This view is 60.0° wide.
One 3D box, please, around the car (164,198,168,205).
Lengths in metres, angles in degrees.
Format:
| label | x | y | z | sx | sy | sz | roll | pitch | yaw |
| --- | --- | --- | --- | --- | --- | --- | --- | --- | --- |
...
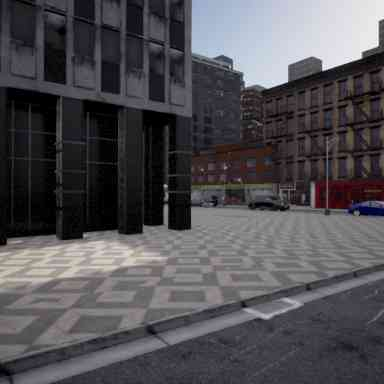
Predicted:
| label | x | y | z | sx | sy | sz | roll | pitch | yaw |
| --- | --- | --- | --- | --- | --- | --- | --- | --- | --- |
| car | -4.045 | 1.842 | 65.059 | 1.837 | 1.490 | 4.892 | 0 | 0 | -36 |

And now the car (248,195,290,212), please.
| label | x | y | z | sx | sy | sz | roll | pitch | yaw |
| --- | --- | --- | --- | --- | --- | --- | --- | --- | --- |
| car | 9.454 | 1.413 | 41.402 | 2.150 | 2.045 | 5.566 | 0 | -1 | -36 |

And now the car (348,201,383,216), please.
| label | x | y | z | sx | sy | sz | roll | pitch | yaw |
| --- | --- | --- | --- | --- | --- | --- | --- | --- | --- |
| car | 17.180 | 1.576 | 30.847 | 1.882 | 1.535 | 5.008 | 0 | -1 | -37 |

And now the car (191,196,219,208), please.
| label | x | y | z | sx | sy | sz | roll | pitch | yaw |
| --- | --- | --- | --- | --- | --- | --- | --- | --- | --- |
| car | 1.556 | 1.764 | 52.228 | 2.128 | 1.511 | 4.902 | 0 | -1 | -36 |
